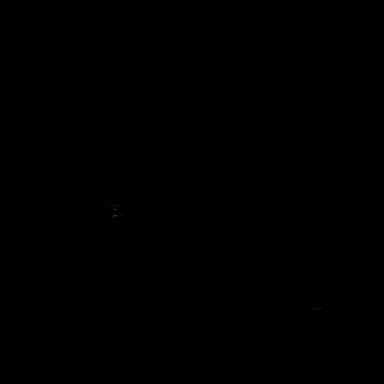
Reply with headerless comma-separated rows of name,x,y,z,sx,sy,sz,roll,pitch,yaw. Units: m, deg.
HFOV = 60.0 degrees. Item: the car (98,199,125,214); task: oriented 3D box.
car,-9.095,1.566,38.541,2.097,1.767,4.553,0,-1,-40
